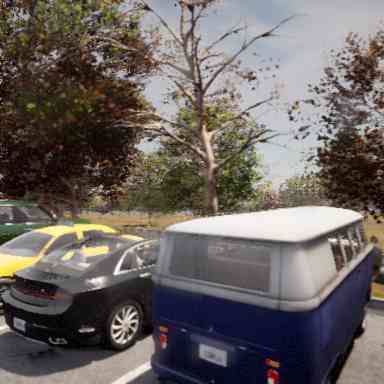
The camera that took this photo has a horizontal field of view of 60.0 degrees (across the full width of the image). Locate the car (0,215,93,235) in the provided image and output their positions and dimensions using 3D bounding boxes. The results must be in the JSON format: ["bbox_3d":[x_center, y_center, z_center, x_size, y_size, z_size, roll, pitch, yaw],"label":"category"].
[{"bbox_3d":[-3.236,1.481,7.837,1.946,1.575,5.366,0,0,35],"label":"car"}]

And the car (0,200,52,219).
[{"bbox_3d":[-5.367,1.240,9.618,2.435,2.045,5.566,0,0,35],"label":"car"}]

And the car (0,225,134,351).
[{"bbox_3d":[-0.878,1.483,6.377,2.231,1.521,4.892,0,0,35],"label":"car"}]

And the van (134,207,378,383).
[{"bbox_3d":[1.450,1.255,4.869,1.878,1.987,4.442,0,0,35],"label":"van"}]

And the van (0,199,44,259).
[{"bbox_3d":[-7.670,1.283,11.369,1.878,1.987,4.442,0,0,35],"label":"van"}]
